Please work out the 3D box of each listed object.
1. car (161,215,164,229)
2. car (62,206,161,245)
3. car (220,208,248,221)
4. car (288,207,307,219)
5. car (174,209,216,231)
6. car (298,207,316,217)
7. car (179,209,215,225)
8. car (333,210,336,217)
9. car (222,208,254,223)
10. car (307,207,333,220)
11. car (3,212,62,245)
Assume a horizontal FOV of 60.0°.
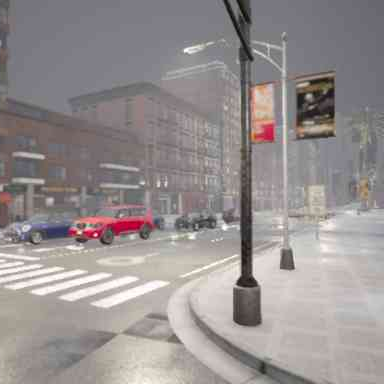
[{"bbox_3d":[-4.159,2.199,26.739,2.097,1.767,4.553,-1,-2,29],"label":"car"},{"bbox_3d":[-4.450,1.816,19.465,2.150,2.045,5.566,-1,-2,29],"label":"car"},{"bbox_3d":[5.679,2.944,44.582,2.128,1.511,4.902,-1,-2,29],"label":"car"},{"bbox_3d":[14.403,3.079,46.624,1.994,1.385,4.181,-1,-2,29],"label":"car"},{"bbox_3d":[0.361,2.376,28.213,1.882,1.535,5.008,-1,-2,29],"label":"car"},{"bbox_3d":[19.162,3.275,55.309,1.882,1.535,5.008,-1,-2,29],"label":"car"},{"bbox_3d":[0.637,2.651,35.463,1.837,1.490,4.892,-1,-2,29],"label":"car"},{"bbox_3d":[22.362,3.371,54.558,1.895,1.301,4.718,-1,-2,29],"label":"car"},{"bbox_3d":[5.369,2.686,37.322,1.882,1.535,5.008,-1,-2,29],"label":"car"},{"bbox_3d":[17.567,2.834,45.696,2.097,1.767,4.553,-1,-2,29],"label":"car"},{"bbox_3d":[-8.326,1.934,19.152,2.097,1.767,4.553,-1,-2,29],"label":"car"}]
